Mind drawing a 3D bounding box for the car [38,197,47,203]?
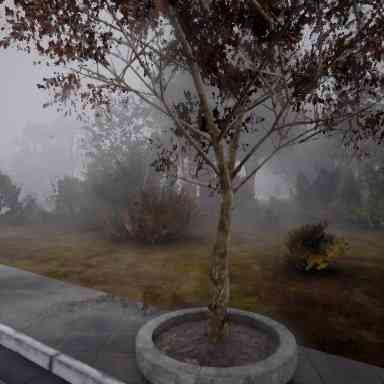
[{"bbox_3d":[-20.002,1.019,47.335,2.097,1.767,4.553,1,0,32],"label":"car"}]
